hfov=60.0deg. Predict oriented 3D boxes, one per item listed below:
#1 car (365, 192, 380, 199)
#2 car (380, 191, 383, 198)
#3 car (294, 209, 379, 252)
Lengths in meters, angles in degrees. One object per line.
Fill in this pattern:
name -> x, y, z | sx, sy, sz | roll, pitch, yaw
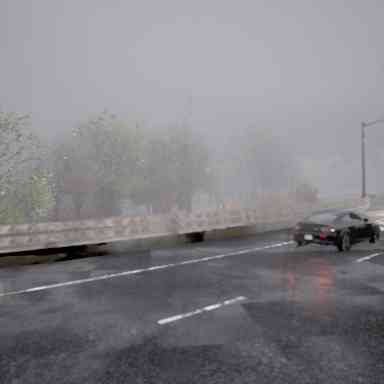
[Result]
car -> 38.245, 0.763, 72.029 | 1.837, 1.490, 4.892 | 0, 0, 9
car -> 41.681, 0.589, 71.362 | 2.097, 1.767, 4.553 | 0, 0, 9
car -> 5.872, 1.428, 13.406 | 4.674, 1.442, 1.812 | -1, 0, -42
